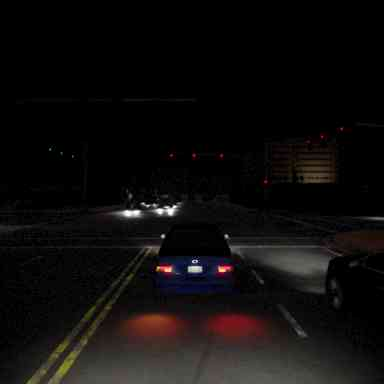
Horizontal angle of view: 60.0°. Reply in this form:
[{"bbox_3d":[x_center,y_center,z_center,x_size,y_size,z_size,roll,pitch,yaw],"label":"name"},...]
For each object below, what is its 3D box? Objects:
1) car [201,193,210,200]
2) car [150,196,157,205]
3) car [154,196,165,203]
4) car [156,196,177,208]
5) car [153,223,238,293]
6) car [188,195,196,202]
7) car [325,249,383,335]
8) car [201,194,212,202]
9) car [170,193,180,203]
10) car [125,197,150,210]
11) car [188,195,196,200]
[{"bbox_3d":[3.395,1.217,84.712,2.097,1.767,4.553,0,0,0],"label":"car"},{"bbox_3d":[-7.138,1.540,60.381,2.033,1.411,5.357,0,0,0],"label":"car"},{"bbox_3d":[-7.090,1.585,72.249,1.895,1.301,4.718,0,0,0],"label":"car"},{"bbox_3d":[-3.649,1.594,47.643,1.895,1.301,4.718,0,0,0],"label":"car"},{"bbox_3d":[0.072,1.546,8.962,2.033,1.411,5.357,0,0,0],"label":"car"},{"bbox_3d":[-0.092,1.522,74.462,2.033,1.411,5.357,0,0,0],"label":"car"},{"bbox_3d":[3.557,1.491,4.721,2.128,1.511,4.902,0,0,0],"label":"car"},{"bbox_3d":[3.407,1.334,74.756,2.097,1.767,4.553,0,0,0],"label":"car"},{"bbox_3d":[-3.651,1.481,58.064,2.128,1.511,4.902,0,0,0],"label":"car"},{"bbox_3d":[-7.194,1.484,42.626,2.128,1.511,4.902,0,0,2],"label":"car"},{"bbox_3d":[-0.105,1.414,84.736,1.994,1.385,4.181,0,0,0],"label":"car"}]
